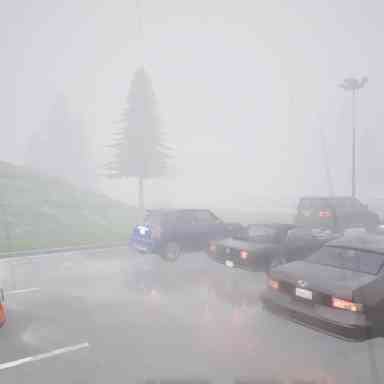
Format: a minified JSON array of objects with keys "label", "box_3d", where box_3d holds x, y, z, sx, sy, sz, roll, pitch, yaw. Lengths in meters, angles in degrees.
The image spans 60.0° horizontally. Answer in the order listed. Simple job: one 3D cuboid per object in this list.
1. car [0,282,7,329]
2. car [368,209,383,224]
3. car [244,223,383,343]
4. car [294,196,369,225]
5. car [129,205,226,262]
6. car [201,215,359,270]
[{"label":"car","box_3d":[-5.077,1.352,4.425,4.553,1.767,2.097,0,0,-36]},{"label":"car","box_3d":[10.631,1.547,15.574,5.357,1.411,2.033,0,0,-38]},{"label":"car","box_3d":[3.699,1.547,6.382,5.357,1.411,2.033,0,0,-35]},{"label":"car","box_3d":[7.854,1.221,17.934,5.566,2.045,2.150,0,0,-35]},{"label":"car","box_3d":[0.058,1.352,12.379,4.553,1.767,2.097,0,0,-36]},{"label":"car","box_3d":[2.799,1.601,10.036,4.718,1.301,1.895,0,0,-35]}]
